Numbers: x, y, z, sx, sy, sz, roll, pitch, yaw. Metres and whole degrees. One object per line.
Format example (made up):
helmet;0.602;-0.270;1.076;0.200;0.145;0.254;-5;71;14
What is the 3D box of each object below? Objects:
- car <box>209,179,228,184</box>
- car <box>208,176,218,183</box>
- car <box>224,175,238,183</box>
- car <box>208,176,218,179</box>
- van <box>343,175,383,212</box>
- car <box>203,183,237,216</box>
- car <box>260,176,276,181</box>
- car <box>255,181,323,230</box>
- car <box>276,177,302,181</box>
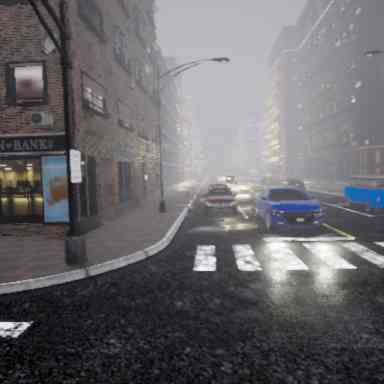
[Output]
car;1.805;0.058;23.483;1.887;1.381;4.507;-1;3;3
car;4.339;-2.591;68.072;1.947;1.339;4.313;-1;3;3
car;5.816;-1.786;49.545;1.837;1.490;4.892;-1;3;3
car;4.022;-2.239;62.491;1.802;1.307;4.206;-1;3;3
van;9.305;0.000;17.284;1.690;1.788;3.998;-1;3;3
car;1.489;0.427;17.916;1.802;1.307;4.206;-1;3;3
car;10.906;-1.492;45.372;1.752;1.417;4.829;-1;3;3
car;3.783;0.514;13.687;1.882;1.535;5.008;-1;4;3
car;10.263;-0.774;34.042;1.947;1.339;4.313;-1;3;3
